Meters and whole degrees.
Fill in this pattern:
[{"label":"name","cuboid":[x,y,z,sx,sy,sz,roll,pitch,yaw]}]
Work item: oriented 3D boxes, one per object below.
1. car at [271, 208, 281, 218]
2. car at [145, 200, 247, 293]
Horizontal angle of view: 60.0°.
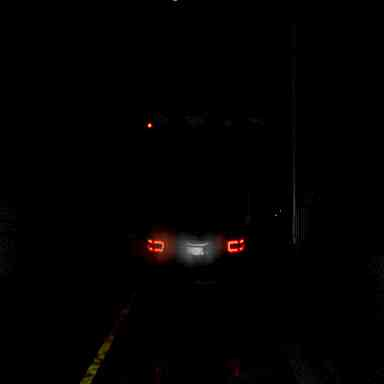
[{"label":"car","cuboid":[9.050,1.588,27.643,4.718,1.301,1.895,0,0,-10]},{"label":"car","cuboid":[0.080,1.222,9.021,2.150,2.045,5.566,0,0,0]}]
